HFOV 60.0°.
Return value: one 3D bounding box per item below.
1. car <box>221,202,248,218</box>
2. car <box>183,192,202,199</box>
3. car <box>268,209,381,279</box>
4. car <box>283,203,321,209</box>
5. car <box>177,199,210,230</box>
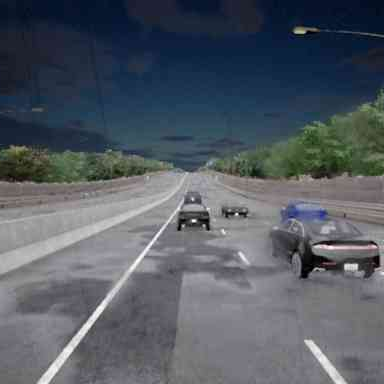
[{"bbox_3d":[3.599,1.492,28.960,1.895,1.301,4.718,0,0,0],"label":"car"},{"bbox_3d":[0.099,0.968,42.233,2.150,2.045,5.566,0,1,0],"label":"car"},{"bbox_3d":[3.599,1.478,9.946,2.128,1.511,4.902,0,0,0],"label":"car"},{"bbox_3d":[7.099,1.422,21.594,1.882,1.535,5.008,0,0,0],"label":"car"},{"bbox_3d":[0.099,1.425,20.883,1.882,1.535,5.008,0,0,0],"label":"car"}]
